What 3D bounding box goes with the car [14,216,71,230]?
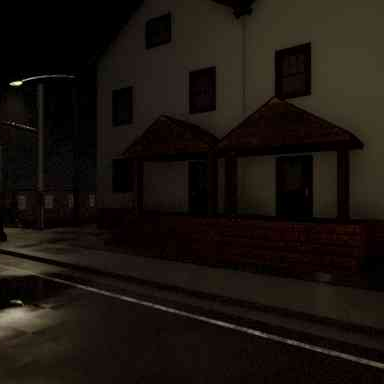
[{"bbox_3d":[-13.730,2.906,30.805,1.895,1.301,4.718,0,-9,36],"label":"car"}]
